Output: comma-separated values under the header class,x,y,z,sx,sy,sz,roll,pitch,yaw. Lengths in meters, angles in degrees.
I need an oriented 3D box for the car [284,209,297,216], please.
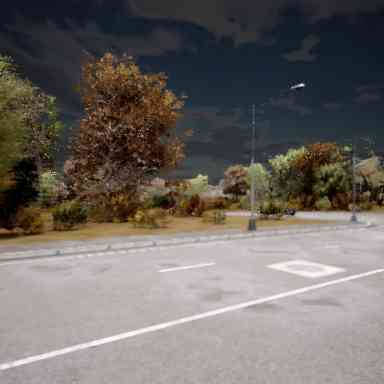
class,x,y,z,sx,sy,sz,roll,pitch,yaw
car,10.497,2.307,40.742,1.895,1.301,4.718,1,-2,-32
